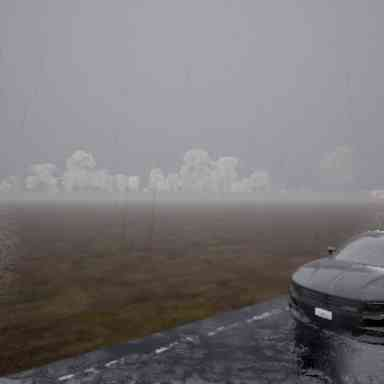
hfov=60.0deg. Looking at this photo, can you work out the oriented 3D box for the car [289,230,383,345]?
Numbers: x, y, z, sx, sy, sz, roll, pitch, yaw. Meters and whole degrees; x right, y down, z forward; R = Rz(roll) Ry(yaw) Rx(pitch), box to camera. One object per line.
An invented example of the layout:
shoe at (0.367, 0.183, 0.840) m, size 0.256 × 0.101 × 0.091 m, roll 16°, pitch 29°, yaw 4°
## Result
car at (3.903, 1.502, 6.349) m, size 5.008 × 1.535 × 1.882 m, roll 0°, pitch 0°, yaw -37°
